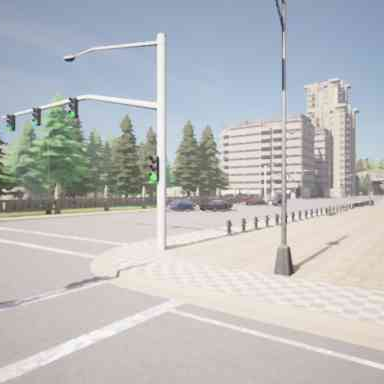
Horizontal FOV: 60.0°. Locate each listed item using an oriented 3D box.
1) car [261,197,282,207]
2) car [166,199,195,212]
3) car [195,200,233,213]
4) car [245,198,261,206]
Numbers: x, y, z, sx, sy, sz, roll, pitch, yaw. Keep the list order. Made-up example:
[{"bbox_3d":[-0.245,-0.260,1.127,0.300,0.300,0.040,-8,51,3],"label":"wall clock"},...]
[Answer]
[{"bbox_3d":[13.356,1.530,52.617,2.128,1.511,4.902,0,0,35],"label":"car"},{"bbox_3d":[-1.384,1.524,38.146,1.812,1.442,4.674,0,0,36],"label":"car"},{"bbox_3d":[2.747,1.599,37.909,1.895,1.301,4.718,0,0,36],"label":"car"},{"bbox_3d":[10.489,1.612,54.625,1.895,1.301,4.718,0,0,35],"label":"car"}]
